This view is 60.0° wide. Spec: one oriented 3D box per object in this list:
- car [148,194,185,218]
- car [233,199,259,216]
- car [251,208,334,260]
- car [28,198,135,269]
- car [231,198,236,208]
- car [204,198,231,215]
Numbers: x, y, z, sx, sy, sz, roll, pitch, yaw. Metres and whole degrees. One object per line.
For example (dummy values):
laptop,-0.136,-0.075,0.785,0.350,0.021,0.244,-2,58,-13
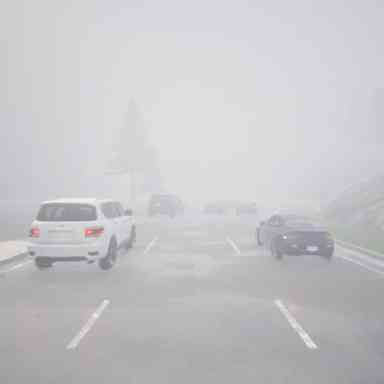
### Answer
car,-2.201,1.216,29.953,2.150,2.045,5.566,0,0,12
car,5.521,1.595,32.411,1.895,1.301,4.718,0,0,16
car,3.603,1.523,12.246,1.812,1.442,4.674,0,0,0
car,-3.399,1.220,11.315,2.150,2.045,5.566,0,0,0
car,5.185,1.518,43.778,1.812,1.442,4.674,0,0,16
car,2.442,1.520,33.850,1.812,1.442,4.674,0,0,15
